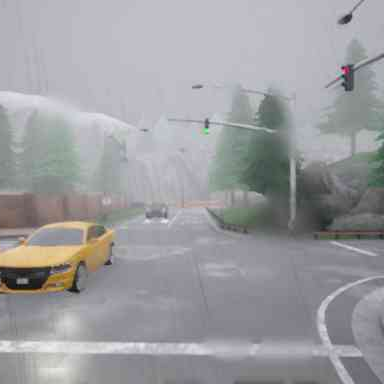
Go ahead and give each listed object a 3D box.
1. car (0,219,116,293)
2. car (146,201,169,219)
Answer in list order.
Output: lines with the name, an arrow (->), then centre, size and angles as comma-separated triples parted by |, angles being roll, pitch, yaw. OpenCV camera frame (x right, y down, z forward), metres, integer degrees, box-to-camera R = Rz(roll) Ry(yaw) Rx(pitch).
car -> -3.502, 1.597, 9.369 | 1.882, 1.535, 5.008 | 0, -1, 0
car -> -3.512, 1.792, 34.384 | 2.097, 1.767, 4.553 | 0, -1, 0
